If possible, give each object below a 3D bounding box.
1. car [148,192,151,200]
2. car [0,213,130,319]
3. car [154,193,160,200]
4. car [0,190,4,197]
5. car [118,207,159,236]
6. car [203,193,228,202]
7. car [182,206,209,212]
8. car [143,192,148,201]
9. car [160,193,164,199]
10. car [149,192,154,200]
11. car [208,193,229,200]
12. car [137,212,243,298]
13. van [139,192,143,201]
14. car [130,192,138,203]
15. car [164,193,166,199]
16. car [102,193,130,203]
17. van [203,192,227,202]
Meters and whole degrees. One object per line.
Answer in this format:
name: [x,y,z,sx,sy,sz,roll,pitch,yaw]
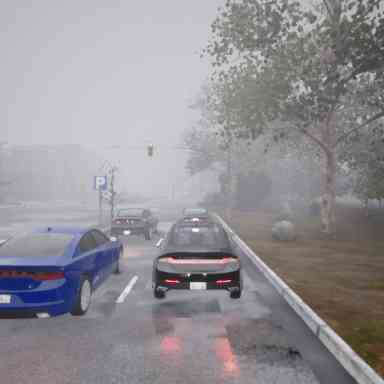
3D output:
car: [-12.603,1.353,76.733,4.674,1.452,2.002,-1,0,-13]
car: [-2.888,1.487,7.560,1.882,1.535,5.008,0,0,0]
car: [-11.412,1.351,85.716,4.674,1.452,2.002,-1,0,-12]
car: [-31.140,0.133,52.660,2.002,1.452,4.674,6,-3,-19]
car: [-2.829,1.529,16.991,1.837,1.490,4.892,0,0,1]
car: [4.699,1.136,67.338,4.553,1.767,2.185,1,0,-14]
car: [0.181,1.529,17.906,1.837,1.490,4.892,0,0,0]
car: [-12.977,1.316,73.738,4.892,1.521,2.231,-1,0,-14]
car: [-10.960,1.058,88.722,5.566,2.045,2.435,-1,0,-12]
car: [-12.230,1.353,79.735,4.674,1.452,2.002,-1,0,-13]
car: [6.497,1.122,82.037,4.553,1.767,2.185,1,0,-12]
car: [0.116,1.502,8.494,2.128,1.511,4.902,0,0,0]
van: [-13.207,1.087,70.767,4.442,1.987,1.878,-1,0,-14]
car: [-13.768,1.310,64.775,5.366,1.575,1.946,-1,0,-15]
car: [-10.537,1.309,91.701,5.008,1.535,2.097,-1,0,-12]
car: [-14.415,1.353,61.783,4.792,1.488,2.163,-1,0,-15]
van: [4.314,1.037,64.369,4.442,1.987,1.878,1,0,-14]
